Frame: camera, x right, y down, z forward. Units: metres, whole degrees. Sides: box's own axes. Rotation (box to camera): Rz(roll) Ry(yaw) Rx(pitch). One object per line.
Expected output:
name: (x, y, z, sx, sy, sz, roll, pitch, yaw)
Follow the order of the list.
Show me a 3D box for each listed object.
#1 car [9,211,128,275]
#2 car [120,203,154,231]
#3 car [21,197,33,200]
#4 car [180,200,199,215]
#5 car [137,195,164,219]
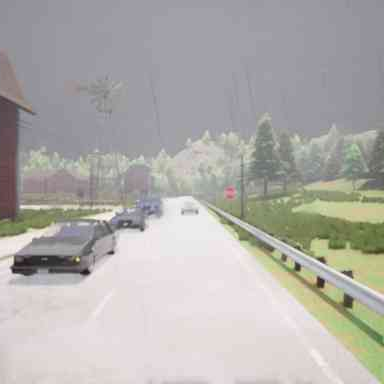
car: (-3.695, 1.591, 10.855, 2.033, 1.411, 5.357, 0, 0, -1)
car: (-3.790, 1.640, 20.809, 1.994, 1.385, 4.181, 0, 0, -1)
car: (-32.924, 1.811, 66.331, 1.784, 1.438, 3.905, 0, 0, -1)
car: (-0.239, 1.641, 36.015, 1.812, 1.442, 4.674, 0, 0, -1)
car: (-3.851, 1.330, 31.227, 2.150, 2.045, 5.566, 0, 0, 0)
